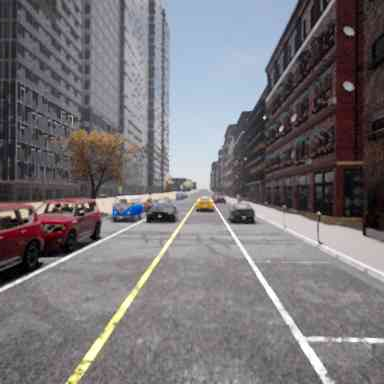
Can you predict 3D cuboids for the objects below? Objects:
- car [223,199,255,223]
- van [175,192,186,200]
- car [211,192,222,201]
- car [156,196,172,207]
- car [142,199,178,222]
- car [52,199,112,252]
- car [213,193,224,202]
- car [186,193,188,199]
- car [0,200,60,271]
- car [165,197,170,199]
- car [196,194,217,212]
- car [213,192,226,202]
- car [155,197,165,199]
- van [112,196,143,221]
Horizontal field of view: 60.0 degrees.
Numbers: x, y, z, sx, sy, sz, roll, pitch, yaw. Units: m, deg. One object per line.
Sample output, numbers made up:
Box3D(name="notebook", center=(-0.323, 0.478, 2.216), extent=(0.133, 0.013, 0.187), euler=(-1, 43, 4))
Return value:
Box3D(name="car", center=(3.602, 1.451, 24.566), extent=(2.008, 1.369, 4.403), euler=(1, 0, 2))
Box3D(name="van", center=(-2.816, 0.902, 75.646), extent=(1.690, 1.788, 3.998), euler=(1, 0, 2))
Box3D(name="car", center=(5.559, 0.925, 75.346), extent=(2.192, 1.841, 5.009), euler=(1, 0, 2))
Box3D(name="car", center=(-3.905, 1.311, 47.438), extent=(1.802, 1.307, 4.206), euler=(1, 0, 2))
Box3D(name="car", center=(-2.106, 1.448, 24.396), extent=(1.994, 1.385, 4.181), euler=(0, 0, 2))
Box3D(name="car", center=(-5.204, 1.220, 13.583), extent=(2.192, 1.841, 5.009), euler=(1, 0, 2))
Box3D(name="car", center=(5.123, 1.120, 64.064), extent=(1.967, 1.590, 4.097), euler=(1, 0, 2))
Box3D(name="car", center=(-2.602, 1.069, 81.291), extent=(1.887, 1.381, 4.507), euler=(1, 0, 2))
Box3D(name="car", center=(-5.421, 1.246, 7.940), extent=(2.192, 1.841, 5.009), euler=(1, 0, 2))
Box3D(name="car", center=(-4.128, 1.287, 41.625), extent=(1.752, 1.417, 4.829), euler=(1, 0, 2))
Box3D(name="car", center=(1.453, 1.299, 36.735), extent=(1.882, 1.535, 5.008), euler=(0, 0, 3))
Box3D(name="car", center=(4.906, 1.153, 58.423), extent=(1.967, 1.590, 4.097), euler=(1, 0, 2))
Box3D(name="car", center=(-4.339, 1.373, 36.154), extent=(1.802, 1.307, 4.206), euler=(1, 0, 2))
Box3D(name="van", center=(-4.770, 1.191, 24.867), extent=(1.690, 1.788, 3.998), euler=(1, 0, 2))
